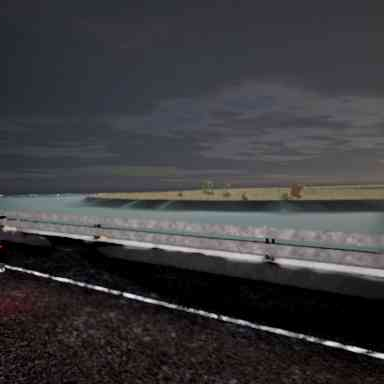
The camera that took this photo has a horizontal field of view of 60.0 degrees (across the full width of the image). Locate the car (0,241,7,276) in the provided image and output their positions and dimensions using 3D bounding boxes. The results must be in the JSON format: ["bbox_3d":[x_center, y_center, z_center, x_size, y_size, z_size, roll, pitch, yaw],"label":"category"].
[{"bbox_3d":[-6.497,1.403,8.219,4.892,1.490,1.837,0,1,34],"label":"car"}]
